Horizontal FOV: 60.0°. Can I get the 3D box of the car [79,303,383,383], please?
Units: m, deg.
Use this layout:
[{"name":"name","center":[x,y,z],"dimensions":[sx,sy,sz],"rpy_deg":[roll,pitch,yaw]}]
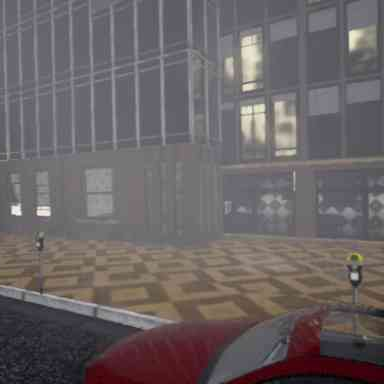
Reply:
[{"name":"car","center":[1.020,1.526,2.292],"dimensions":[4.206,1.307,1.802],"rpy_deg":[-1,1,29]}]
